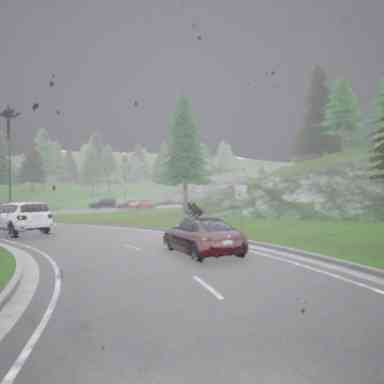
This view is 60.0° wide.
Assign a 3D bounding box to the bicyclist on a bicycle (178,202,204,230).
[{"bbox_3d":[-0.044,1.486,21.032,1.656,1.620,0.582,-1,0,-40],"label":"bicyclist on a bicycle"}]

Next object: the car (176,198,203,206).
[{"bbox_3d":[-0.516,1.968,69.445,2.097,1.767,4.553,-2,-1,43],"label":"car"}]

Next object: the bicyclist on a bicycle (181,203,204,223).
[{"bbox_3d":[0.267,1.475,20.652,1.656,1.620,0.582,-1,0,-39],"label":"bicyclist on a bicycle"}]

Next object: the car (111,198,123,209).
[{"bbox_3d":[-11.241,2.123,58.133,2.097,1.767,4.553,-2,-1,44],"label":"car"}]

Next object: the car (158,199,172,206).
[{"bbox_3d":[-5.999,2.306,73.825,2.128,1.511,4.902,-2,-1,43],"label":"car"}]

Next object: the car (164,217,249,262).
[{"bbox_3d":[0.377,1.667,12.769,1.994,1.385,4.181,-1,-1,-24],"label":"car"}]

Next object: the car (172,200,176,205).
[{"bbox_3d":[-1.536,2.174,73.461,1.837,1.490,4.892,-2,-1,43],"label":"car"}]

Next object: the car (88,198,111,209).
[{"bbox_3d":[-16.726,2.158,62.468,2.150,2.045,5.566,-2,-1,44],"label":"car"}]

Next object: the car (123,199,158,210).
[{"bbox_3d":[-8.570,2.040,55.881,2.097,1.767,4.553,-2,-1,44],"label":"car"}]

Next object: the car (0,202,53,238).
[{"bbox_3d":[-10.885,1.662,21.029,5.566,2.045,2.150,-2,-1,42],"label":"car"}]
